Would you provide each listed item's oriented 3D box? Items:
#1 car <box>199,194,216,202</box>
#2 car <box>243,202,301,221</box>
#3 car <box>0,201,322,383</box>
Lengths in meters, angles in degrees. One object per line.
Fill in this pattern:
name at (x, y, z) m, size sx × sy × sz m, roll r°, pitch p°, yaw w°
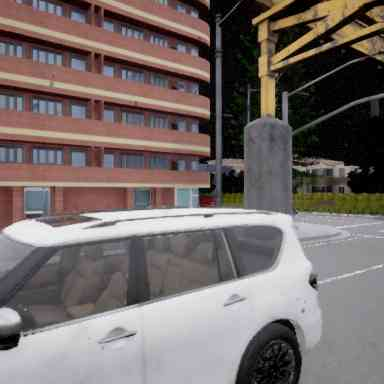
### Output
car at (1.025, 1.258, 36.568) m, size 2.150 × 2.045 × 5.566 m, roll 0°, pitch 0°, yaw -35°
car at (6.748, 1.616, 28.496) m, size 1.895 × 1.301 × 4.718 m, roll 0°, pitch 0°, yaw -35°
car at (-1.038, 1.230, 3.256) m, size 5.566 × 2.045 × 2.150 m, roll 0°, pitch 0°, yaw -36°
